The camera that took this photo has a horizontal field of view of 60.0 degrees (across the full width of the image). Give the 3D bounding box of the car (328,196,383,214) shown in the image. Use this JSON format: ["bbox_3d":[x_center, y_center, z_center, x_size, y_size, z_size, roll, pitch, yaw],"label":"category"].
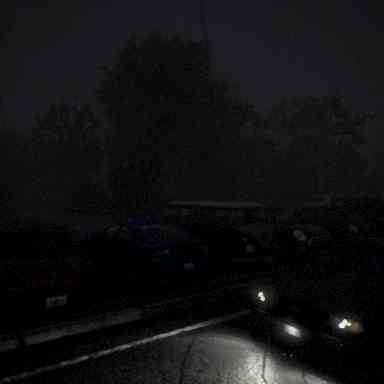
[{"bbox_3d":[20.026,1.482,40.958,2.435,2.045,5.566,0,0,-36],"label":"car"}]

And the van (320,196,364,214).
[{"bbox_3d":[17.717,1.490,39.414,1.878,1.987,4.442,0,0,-36],"label":"van"}]

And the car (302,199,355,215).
[{"bbox_3d":[15.419,1.695,37.855,1.946,1.575,5.366,0,0,-36],"label":"car"}]

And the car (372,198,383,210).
[{"bbox_3d":[28.965,1.766,47.549,1.946,1.575,5.366,0,0,-36],"label":"car"}]

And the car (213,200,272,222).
[{"bbox_3d":[4.349,1.605,29.475,1.946,1.575,5.366,0,0,-36],"label":"car"}]

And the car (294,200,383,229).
[{"bbox_3d":[5.359,1.429,14.301,2.185,1.767,4.553,0,0,-36],"label":"car"}]

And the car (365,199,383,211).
[{"bbox_3d":[26.836,1.797,45.762,2.163,1.488,4.792,0,0,-36],"label":"car"}]

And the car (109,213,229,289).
[{"bbox_3d":[-1.495,1.500,9.428,2.097,1.535,5.008,0,0,-36],"label":"car"}]

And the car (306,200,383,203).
[{"bbox_3d":[7.638,1.447,15.933,2.185,1.767,4.553,0,0,-36],"label":"car"}]

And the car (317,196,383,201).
[{"bbox_3d":[9.917,1.339,17.568,2.435,2.045,5.566,0,0,-36],"label":"car"}]

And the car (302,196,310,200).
[{"bbox_3d":[8.737,1.518,32.882,2.185,1.767,4.553,0,0,-36],"label":"car"}]

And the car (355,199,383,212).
[{"bbox_3d":[24.539,1.787,44.189,2.163,1.488,4.792,0,0,-36],"label":"car"}]

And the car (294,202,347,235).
[{"bbox_3d":[3.043,1.411,12.721,2.185,1.767,4.553,0,0,-36],"label":"car"}]

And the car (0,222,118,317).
[{"bbox_3d":[-3.761,1.511,7.776,2.163,1.488,4.792,0,0,-36],"label":"car"}]

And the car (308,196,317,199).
[{"bbox_3d":[13.254,1.428,36.112,2.435,2.045,5.566,0,0,-36],"label":"car"}]

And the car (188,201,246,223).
[{"bbox_3d":[1.980,1.591,28.014,2.231,1.521,4.892,0,0,-36],"label":"car"}]

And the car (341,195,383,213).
[{"bbox_3d":[22.317,1.495,42.528,2.435,2.045,5.566,0,0,-36],"label":"car"}]

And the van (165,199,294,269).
[{"bbox_3d":[0.850,1.292,10.969,1.878,1.987,4.442,0,0,-36],"label":"van"}]

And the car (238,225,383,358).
[{"bbox_3d":[3.580,1.588,6.240,5.357,1.411,2.033,0,0,-36],"label":"car"}]
